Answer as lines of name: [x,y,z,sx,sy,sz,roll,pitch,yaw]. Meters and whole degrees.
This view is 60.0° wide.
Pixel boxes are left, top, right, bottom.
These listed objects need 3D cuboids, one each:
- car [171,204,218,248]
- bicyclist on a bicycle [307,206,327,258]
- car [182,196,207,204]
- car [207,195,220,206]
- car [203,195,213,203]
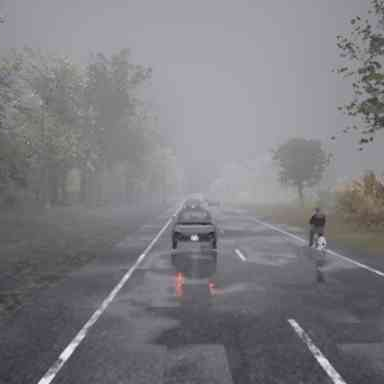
car: [0.100,1.528,14.919,2.128,1.511,4.902,0,0,0]
bicyclist on a bicycle: [4.467,1.400,12.020,0.659,1.776,1.843,0,0,0]
car: [0.104,1.433,33.532,2.097,1.767,4.553,0,0,0]
car: [3.608,1.701,56.084,1.994,1.385,4.181,0,0,0]
car: [3.512,1.537,73.269,2.097,1.767,4.553,0,0,0]
